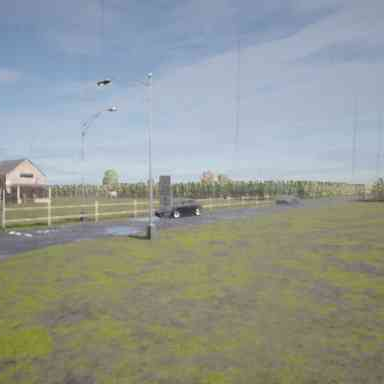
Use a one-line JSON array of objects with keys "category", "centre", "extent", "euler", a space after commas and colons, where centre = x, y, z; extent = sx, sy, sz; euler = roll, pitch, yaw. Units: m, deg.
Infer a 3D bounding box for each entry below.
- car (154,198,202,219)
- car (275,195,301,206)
[{"category": "car", "centre": [-1.034, 1.290, 27.152], "extent": [1.837, 1.490, 4.892], "euler": [0, 0, 36]}, {"category": "car", "centre": [13.565, 1.118, 46.704], "extent": [2.033, 1.411, 5.357], "euler": [0, 0, 37]}]
